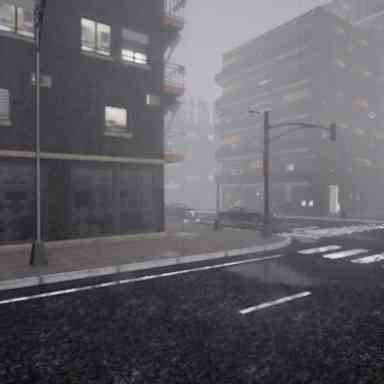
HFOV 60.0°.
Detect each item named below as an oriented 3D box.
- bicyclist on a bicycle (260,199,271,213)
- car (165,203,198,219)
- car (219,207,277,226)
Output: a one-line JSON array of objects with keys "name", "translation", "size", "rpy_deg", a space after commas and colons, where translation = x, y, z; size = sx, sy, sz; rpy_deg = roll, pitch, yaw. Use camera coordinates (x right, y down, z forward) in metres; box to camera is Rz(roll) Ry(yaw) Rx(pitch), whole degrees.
[{"name": "bicyclist on a bicycle", "translation": [7.913, 1.572, 35.770], "size": [1.656, 1.620, 0.582], "rpy_deg": [-1, 0, -36]}, {"name": "car", "translation": [-1.323, 1.847, 33.605], "size": [2.128, 1.511, 4.902], "rpy_deg": [0, -1, -36]}, {"name": "car", "translation": [4.248, 1.832, 26.026], "size": [1.895, 1.301, 4.718], "rpy_deg": [0, -1, -39]}]
